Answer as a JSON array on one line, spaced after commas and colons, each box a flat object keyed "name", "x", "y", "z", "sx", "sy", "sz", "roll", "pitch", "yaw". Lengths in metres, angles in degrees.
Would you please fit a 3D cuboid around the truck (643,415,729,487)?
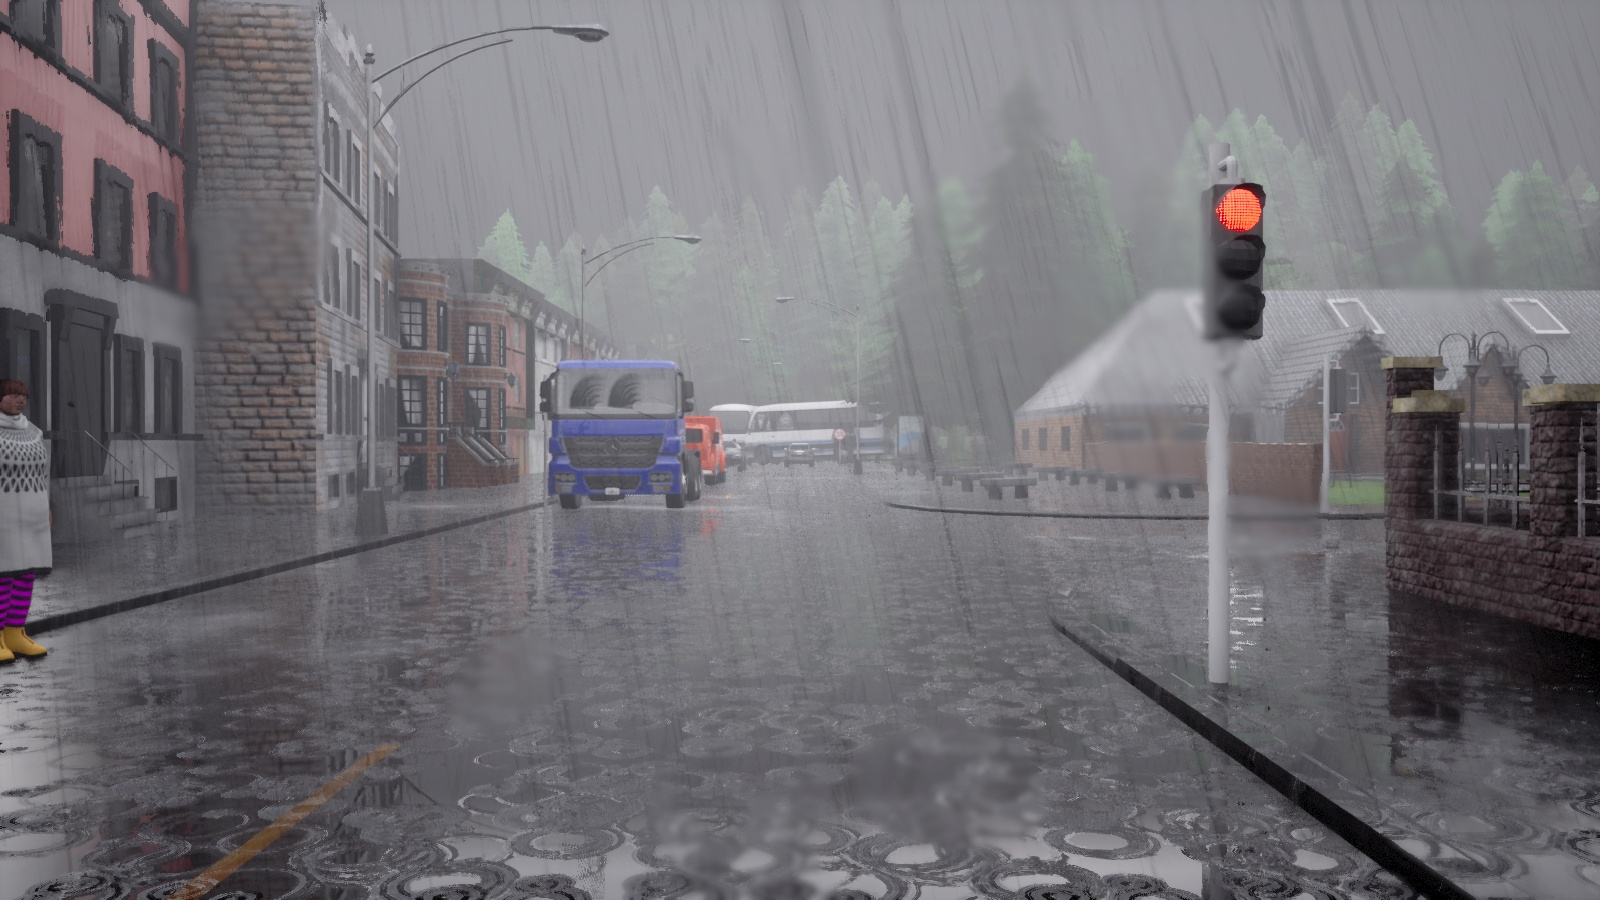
[{"name": "truck", "x": -4.053, "y": -0.005, "z": 45.620, "sx": 2.627, "sy": 2.467, "sz": 5.204, "roll": 0, "pitch": 1, "yaw": 0}]

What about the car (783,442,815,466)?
[{"name": "car", "x": -0.035, "y": 0.262, "z": 79.709, "sx": 1.970, "sy": 1.475, "sz": 3.806, "roll": 0, "pitch": 0, "yaw": 0}]

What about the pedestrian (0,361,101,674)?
[{"name": "pedestrian", "x": -5.228, "y": 0.420, "z": 8.297, "sx": 0.873, "sy": 1.952, "sz": 0.659, "roll": 0, "pitch": 0, "yaw": 21}]

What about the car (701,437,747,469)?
[{"name": "car", "x": -4.043, "y": 0.142, "z": 67.417, "sx": 2.152, "sy": 1.651, "sz": 5.027, "roll": 0, "pitch": 0, "yaw": 0}]

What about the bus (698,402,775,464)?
[{"name": "bus", "x": -4.512, "y": -1.179, "z": 91.808, "sx": 3.944, "sy": 4.253, "sz": 10.273, "roll": 1, "pitch": 0, "yaw": 6}]

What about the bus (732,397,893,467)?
[{"name": "bus", "x": 0.899, "y": -1.142, "z": 85.908, "sx": 10.273, "sy": 4.253, "sz": 3.944, "roll": -2, "pitch": -2, "yaw": 16}]

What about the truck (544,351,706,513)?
[{"name": "truck", "x": -4.026, "y": -0.412, "z": 30.772, "sx": 2.891, "sy": 3.462, "sz": 7.936, "roll": 0, "pitch": 0, "yaw": 0}]
